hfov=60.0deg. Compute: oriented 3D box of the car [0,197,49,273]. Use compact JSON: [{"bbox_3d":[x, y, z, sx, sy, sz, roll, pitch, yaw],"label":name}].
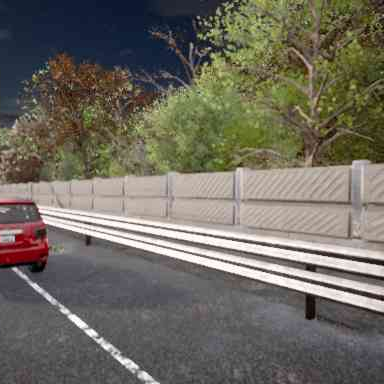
[{"bbox_3d":[-5.943,1.165,9.733,2.150,2.045,5.566,0,0,-39],"label":"car"}]
